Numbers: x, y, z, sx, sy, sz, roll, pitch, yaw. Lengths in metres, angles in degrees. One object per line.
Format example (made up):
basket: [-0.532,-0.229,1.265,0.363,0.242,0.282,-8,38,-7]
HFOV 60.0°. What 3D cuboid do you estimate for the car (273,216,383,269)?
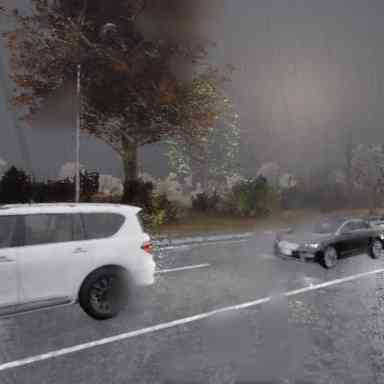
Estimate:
car: [4.957,1.628,11.778,4.902,1.511,2.128,1,0,-35]

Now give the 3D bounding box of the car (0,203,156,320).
car: [-3.345,1.230,5.900,5.566,2.045,2.150,1,-1,-35]
